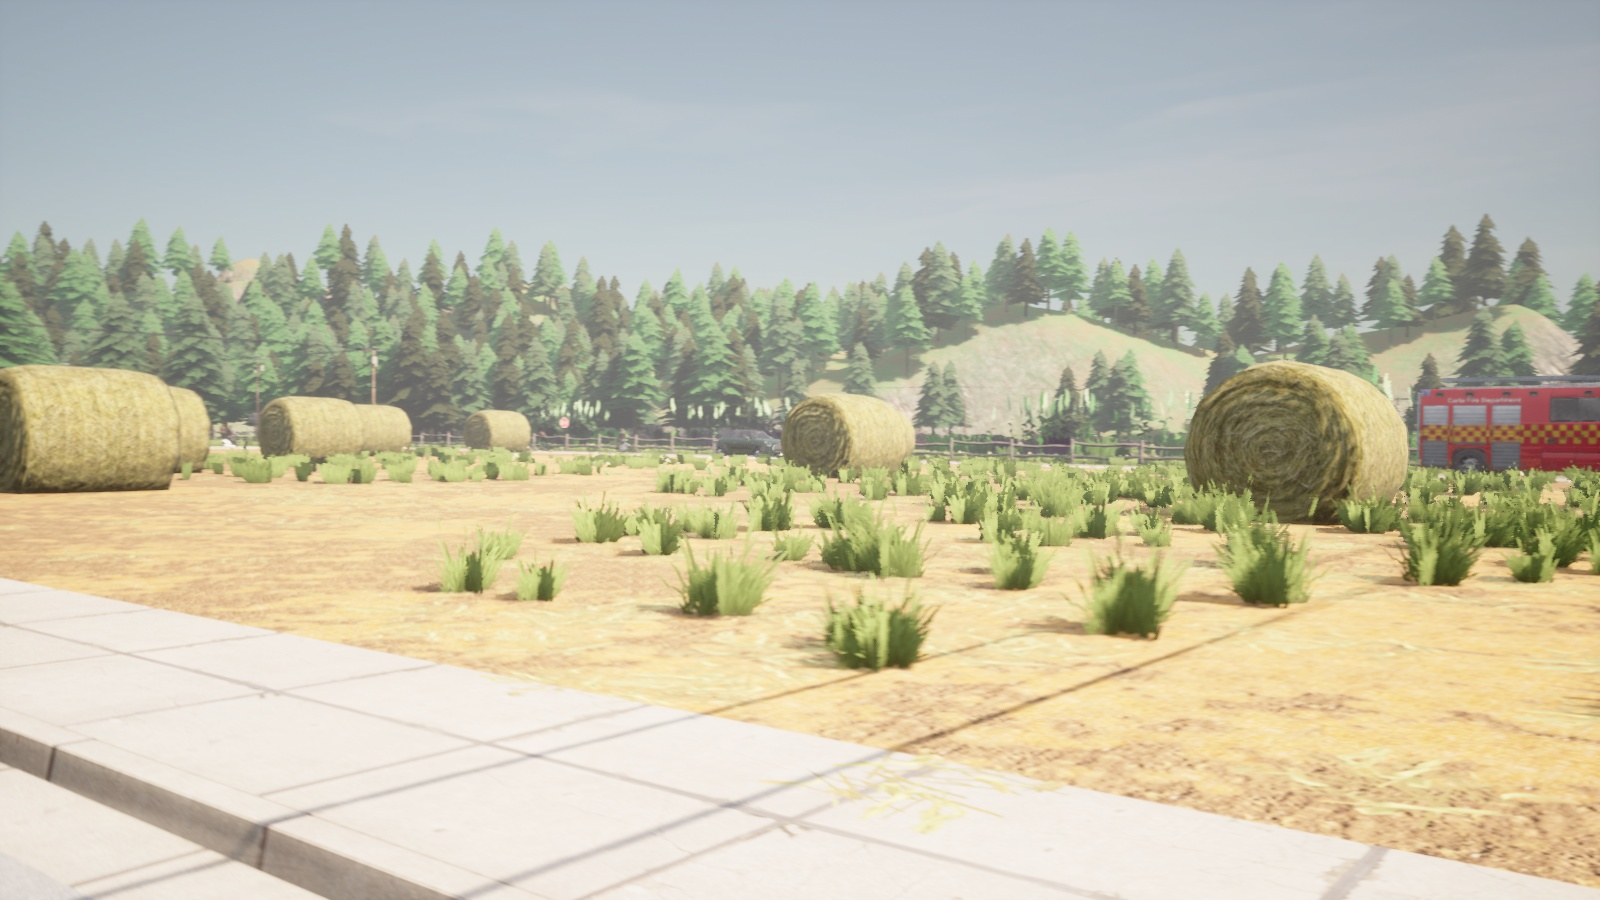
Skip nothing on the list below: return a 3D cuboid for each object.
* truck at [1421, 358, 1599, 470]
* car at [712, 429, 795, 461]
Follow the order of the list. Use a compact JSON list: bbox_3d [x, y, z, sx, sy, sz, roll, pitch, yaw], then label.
[{"bbox_3d":[27.352,-1.257,45.226,8.468,3.827,2.891,0,1,42],"label":"truck"},{"bbox_3d":[-2.685,-0.321,71.848,4.553,1.767,2.097,0,1,42],"label":"car"}]
